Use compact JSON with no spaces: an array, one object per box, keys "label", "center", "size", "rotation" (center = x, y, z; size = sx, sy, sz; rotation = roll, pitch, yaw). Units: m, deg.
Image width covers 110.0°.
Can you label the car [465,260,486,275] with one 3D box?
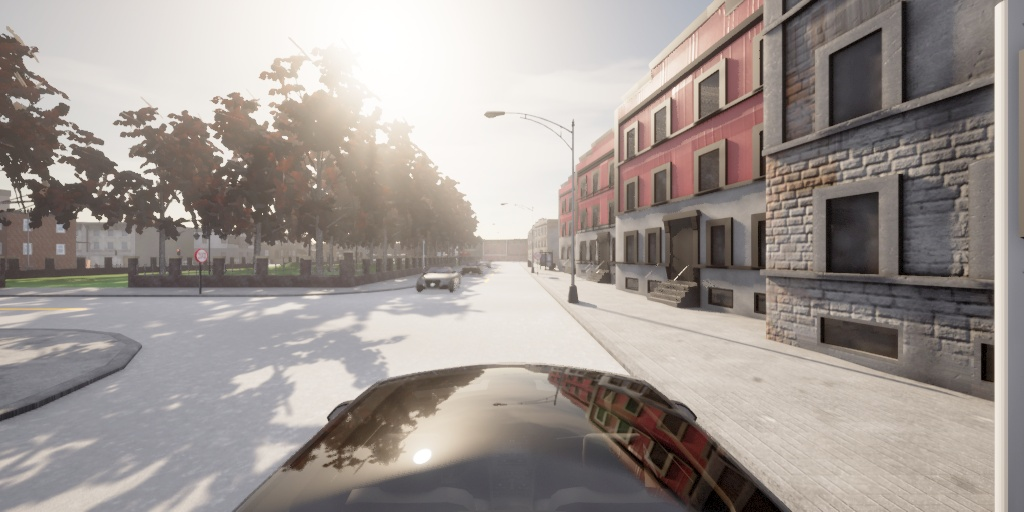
[{"label":"car","center":[-4.192,1.351,38.283],"size":[1.895,1.301,4.718],"rotation":[0,0,0]}]

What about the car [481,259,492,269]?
[{"label":"car","center":[-4.205,1.242,55.777],"size":[2.128,1.511,4.902],"rotation":[0,0,0]}]

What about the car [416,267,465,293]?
[{"label":"car","center":[-4.149,1.314,20.774],"size":[1.994,1.385,4.181],"rotation":[0,0,0]}]
